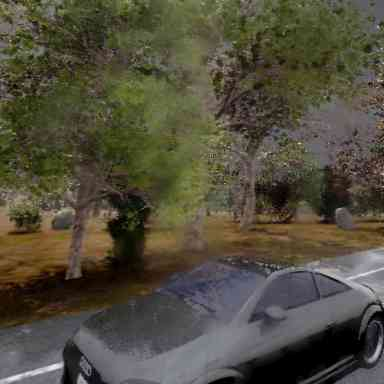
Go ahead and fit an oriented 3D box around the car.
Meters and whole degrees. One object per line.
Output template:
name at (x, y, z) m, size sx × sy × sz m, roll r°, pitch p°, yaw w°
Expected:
car at (0.632, 1.570, 4.171) m, size 4.181 × 1.385 × 1.994 m, roll 0°, pitch 0°, yaw -36°
